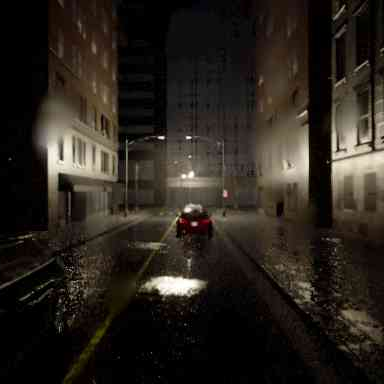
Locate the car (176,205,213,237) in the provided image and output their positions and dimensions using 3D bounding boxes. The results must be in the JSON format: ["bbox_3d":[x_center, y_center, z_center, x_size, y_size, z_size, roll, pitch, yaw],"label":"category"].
[{"bbox_3d":[0.140,1.668,19.130,2.163,1.488,4.792,0,0,0],"label":"car"}]

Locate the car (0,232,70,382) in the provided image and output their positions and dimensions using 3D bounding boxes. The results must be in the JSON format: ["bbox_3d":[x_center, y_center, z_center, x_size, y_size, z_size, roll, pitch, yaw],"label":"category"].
[{"bbox_3d":[-3.093,1.381,3.660,2.097,1.767,4.553,0,0,0],"label":"car"}]

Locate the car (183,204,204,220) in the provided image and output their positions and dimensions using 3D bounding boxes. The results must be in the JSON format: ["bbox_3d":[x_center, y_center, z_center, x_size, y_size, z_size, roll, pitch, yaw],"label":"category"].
[{"bbox_3d":[0.149,1.889,32.547,1.895,1.301,4.718,0,-1,0],"label":"car"}]
